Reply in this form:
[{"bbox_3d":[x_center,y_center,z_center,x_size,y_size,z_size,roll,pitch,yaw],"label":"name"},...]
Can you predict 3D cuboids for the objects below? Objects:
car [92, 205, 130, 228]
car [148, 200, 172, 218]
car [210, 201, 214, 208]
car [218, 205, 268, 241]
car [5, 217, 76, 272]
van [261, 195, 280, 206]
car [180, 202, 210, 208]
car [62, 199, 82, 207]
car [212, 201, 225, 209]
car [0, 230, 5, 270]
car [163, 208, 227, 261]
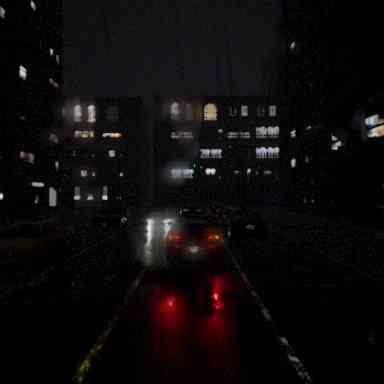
[{"bbox_3d":[-5.278,1.577,22.175,1.947,1.339,4.313,1,0,0],"label":"car"},{"bbox_3d":[-2.825,1.528,30.044,1.837,1.490,4.892,0,-1,0],"label":"car"},{"bbox_3d":[2.567,1.592,33.329,1.947,1.339,4.313,1,0,0],"label":"car"},{"bbox_3d":[2.571,1.573,16.636,1.947,1.339,4.313,1,0,0],"label":"car"},{"bbox_3d":[-5.288,1.528,10.876,1.752,1.417,4.829,1,0,0],"label":"car"},{"bbox_3d":[13.072,1.346,52.906,3.998,1.788,1.690,0,0,0],"label":"van"},{"bbox_3d":[0.064,1.508,26.125,2.128,1.511,4.902,0,0,0],"label":"car"},{"bbox_3d":[-19.712,1.763,52.853,4.403,1.369,2.008,0,0,0],"label":"car"},{"bbox_3d":[2.569,1.557,22.202,1.887,1.381,4.507,1,0,0],"label":"car"},{"bbox_3d":[-5.296,1.526,5.312,1.752,1.417,4.829,1,0,0],"label":"car"},{"bbox_3d":[0.072,1.529,12.168,1.812,1.442,4.674,0,0,0],"label":"car"}]
